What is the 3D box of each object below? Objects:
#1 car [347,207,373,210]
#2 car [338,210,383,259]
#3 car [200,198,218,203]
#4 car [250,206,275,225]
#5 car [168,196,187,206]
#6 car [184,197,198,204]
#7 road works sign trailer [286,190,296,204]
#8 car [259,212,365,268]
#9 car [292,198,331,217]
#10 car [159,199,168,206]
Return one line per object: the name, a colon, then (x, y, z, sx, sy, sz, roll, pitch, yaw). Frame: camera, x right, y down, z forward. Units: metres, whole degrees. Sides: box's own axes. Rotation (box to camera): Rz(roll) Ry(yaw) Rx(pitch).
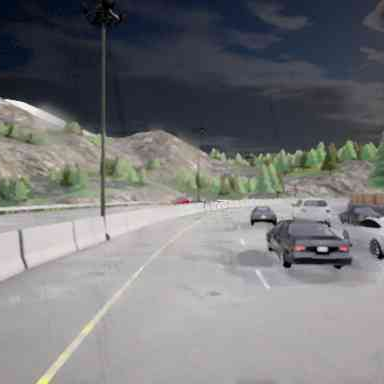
car: (12.428, 1.807, 24.750, 2.033, 1.411, 5.357, 0, -1, 10)
car: (7.474, 1.662, 12.927, 1.812, 1.442, 4.674, 0, 0, 6)
car: (3.892, 2.071, 68.558, 2.097, 1.767, 4.553, 0, -1, 23)
car: (5.721, 1.846, 26.869, 1.994, 1.385, 4.181, 0, -1, 11)
car: (-2.345, 1.973, 71.756, 2.150, 2.045, 5.566, 0, -1, 23)
car: (0.767, 2.231, 70.133, 1.837, 1.490, 4.892, 0, -1, 23)
road works sign trailer: (26.364, 1.379, 87.670, 2.380, 3.560, 2.880, 0, -1, 36)
car: (3.842, 1.672, 11.793, 2.033, 1.411, 5.357, 0, -1, 5)
car: (8.983, 1.491, 25.371, 2.150, 2.045, 5.566, 0, 0, 10)
car: (-5.427, 2.243, 73.424, 1.882, 1.535, 5.008, 0, -1, 23)
